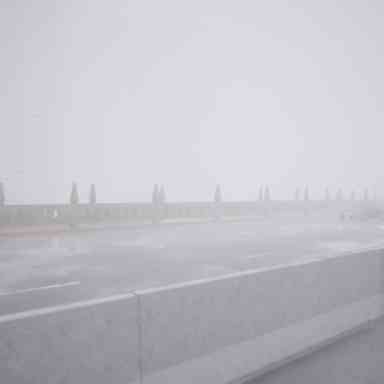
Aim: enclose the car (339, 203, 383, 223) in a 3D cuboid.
[{"bbox_3d":[13.782,1.617,26.732,4.902,1.511,2.128,0,0,-35],"label":"car"}]
